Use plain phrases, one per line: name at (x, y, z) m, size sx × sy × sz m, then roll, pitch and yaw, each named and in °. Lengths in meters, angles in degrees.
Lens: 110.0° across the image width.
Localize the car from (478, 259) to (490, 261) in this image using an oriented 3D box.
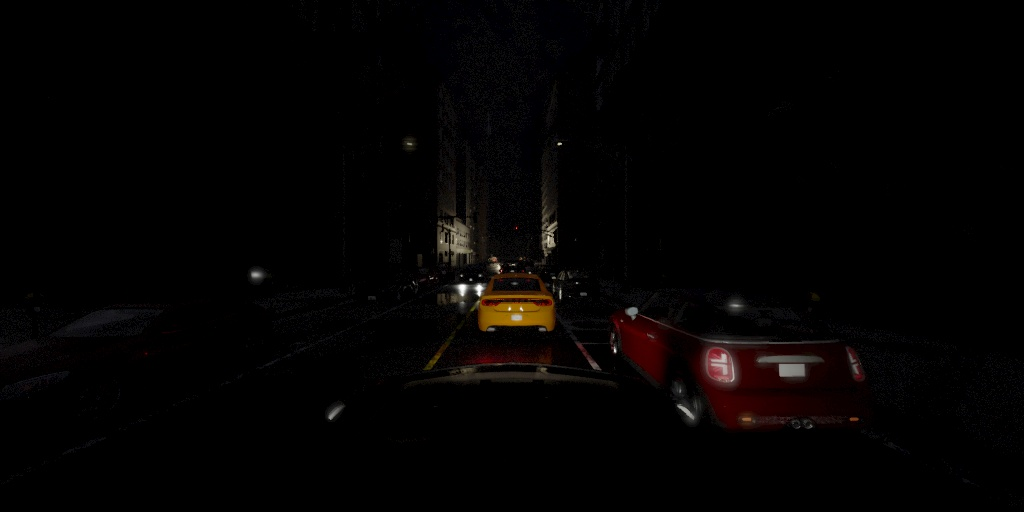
car at (-5.512, 1.375, 64.722) m, size 1.802 × 1.307 × 4.207 m, roll 0°, pitch 0°, yaw 0°

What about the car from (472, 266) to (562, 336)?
car at (0.114, 1.228, 10.487) m, size 1.882 × 1.535 × 5.008 m, roll 0°, pitch 0°, yaw 0°

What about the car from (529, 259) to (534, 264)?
car at (3.013, 1.232, 64.693) m, size 1.967 × 1.591 × 4.097 m, roll 0°, pitch 0°, yaw 0°

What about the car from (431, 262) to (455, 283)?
car at (-5.619, 1.193, 27.621) m, size 1.967 × 1.591 × 4.097 m, roll 0°, pitch 0°, yaw 0°

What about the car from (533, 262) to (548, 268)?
car at (2.907, 1.319, 27.604) m, size 1.948 × 1.339 × 4.313 m, roll 0°, pitch 0°, yaw 0°

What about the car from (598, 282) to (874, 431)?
car at (2.864, 1.190, 5.599) m, size 1.967 × 1.591 × 4.097 m, roll 0°, pitch 0°, yaw 0°

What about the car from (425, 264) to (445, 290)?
car at (-5.630, 1.334, 22.119) m, size 1.802 × 1.307 × 4.207 m, roll 0°, pitch 0°, yaw 0°

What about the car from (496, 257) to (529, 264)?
car at (0.081, 1.105, 28.207) m, size 2.097 × 1.767 × 4.553 m, roll 0°, pitch 0°, yaw 1°

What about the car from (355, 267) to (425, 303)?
car at (-5.640, 1.317, 16.618) m, size 1.948 × 1.339 × 4.313 m, roll 0°, pitch 0°, yaw 0°

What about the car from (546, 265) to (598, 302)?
car at (2.885, 1.301, 16.601) m, size 2.007 × 1.370 × 4.403 m, roll 0°, pitch 0°, yaw 0°

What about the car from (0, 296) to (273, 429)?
car at (-5.661, 1.332, 5.616) m, size 1.802 × 1.307 × 4.207 m, roll 0°, pitch 0°, yaw 0°

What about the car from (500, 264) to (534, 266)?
car at (0.135, 1.315, 19.475) m, size 1.994 × 1.385 × 4.181 m, roll 0°, pitch 0°, yaw 0°

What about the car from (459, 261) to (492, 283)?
car at (-2.949, 1.314, 28.390) m, size 2.033 × 1.411 × 5.357 m, roll 0°, pitch 0°, yaw 0°
